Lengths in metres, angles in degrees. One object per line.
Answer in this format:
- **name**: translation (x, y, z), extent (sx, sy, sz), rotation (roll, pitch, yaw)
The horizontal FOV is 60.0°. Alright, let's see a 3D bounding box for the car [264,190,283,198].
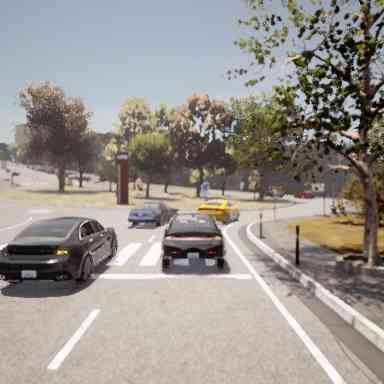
- **car**: translation (15.635, 0.348, 64.449), extent (2.128, 1.511, 4.902), rotation (-1, 2, -24)

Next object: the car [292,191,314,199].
- **car**: translation (20.256, 0.460, 60.790), extent (1.882, 1.535, 5.008), rotation (0, 2, -15)

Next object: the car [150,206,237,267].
- **car**: translation (0.036, 1.427, 11.116), extent (2.128, 1.511, 4.902), rotation (0, 0, 0)

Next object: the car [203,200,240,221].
- **car**: translation (1.952, 1.317, 23.140), extent (1.882, 1.535, 5.008), rotation (1, 0, 21)

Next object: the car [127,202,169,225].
- **car**: translation (-2.389, 1.354, 21.768), extent (2.033, 1.411, 5.357), rotation (0, 1, 14)

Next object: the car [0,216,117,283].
- **car**: translation (-3.467, 1.457, 9.483), extent (1.837, 1.490, 4.892), rotation (0, 1, 0)
